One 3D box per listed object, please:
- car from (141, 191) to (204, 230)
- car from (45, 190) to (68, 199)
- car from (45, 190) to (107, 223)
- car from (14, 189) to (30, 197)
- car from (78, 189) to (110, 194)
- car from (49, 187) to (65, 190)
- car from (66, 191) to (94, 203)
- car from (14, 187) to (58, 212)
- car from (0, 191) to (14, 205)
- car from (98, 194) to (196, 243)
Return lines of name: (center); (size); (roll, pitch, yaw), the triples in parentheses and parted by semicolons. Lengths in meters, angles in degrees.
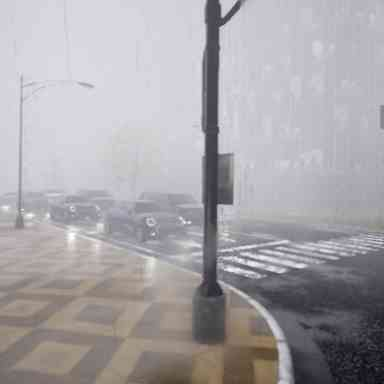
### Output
car: (-1.070, 1.019, 18.882); (2.150, 2.045, 5.566); (1, 1, -41)
car: (-22.998, 0.436, 56.428); (2.033, 1.411, 5.357); (1, 1, -41)
car: (-7.729, 0.962, 21.915); (2.097, 1.767, 4.553); (1, 1, -39)
car: (-31.679, 0.152, 61.915); (1.812, 1.442, 4.674); (1, 1, -39)
car: (-7.837, 0.774, 27.189); (2.150, 2.045, 5.566); (1, 1, -39)
car: (-14.599, 0.528, 35.510); (2.150, 2.045, 5.566); (1, 1, -38)
car: (-16.292, 0.681, 48.169); (2.033, 1.411, 5.357); (1, 1, -39)
car: (-13.892, 0.738, 29.473); (2.097, 1.767, 4.553); (1, 1, -39)
car: (-20.346, 0.677, 37.437); (1.812, 1.442, 4.674); (1, 1, -39)
car: (-2.198, 1.162, 15.166); (2.097, 1.767, 4.553); (1, 1, -39)
